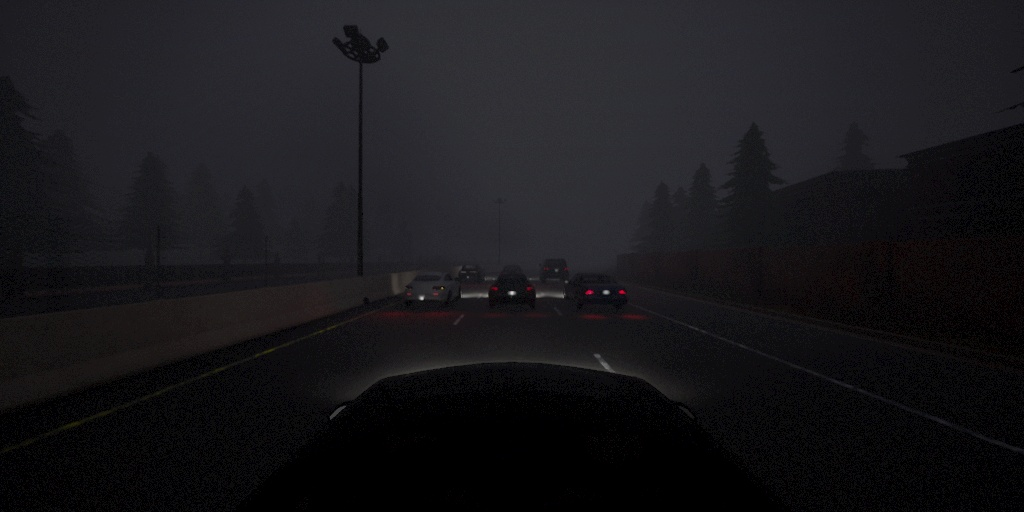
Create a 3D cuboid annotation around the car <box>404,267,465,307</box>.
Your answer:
[{"bbox_3d":[-3.490,1.411,16.221,1.812,1.442,4.674,0,0,0],"label":"car"}]

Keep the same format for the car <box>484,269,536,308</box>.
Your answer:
[{"bbox_3d":[0.009,1.449,16.108,1.994,1.385,4.181,0,0,0],"label":"car"}]

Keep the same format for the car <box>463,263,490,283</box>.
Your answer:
[{"bbox_3d":[-3.439,1.516,31.012,2.128,1.511,4.902,0,0,2],"label":"car"}]

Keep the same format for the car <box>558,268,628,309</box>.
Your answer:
[{"bbox_3d":[3.505,1.429,15.837,2.033,1.411,5.357,0,-1,0],"label":"car"}]

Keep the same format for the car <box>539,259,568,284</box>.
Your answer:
[{"bbox_3d":[3.541,1.236,30.565,2.150,2.045,5.566,0,0,2],"label":"car"}]

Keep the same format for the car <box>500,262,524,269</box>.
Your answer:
[{"bbox_3d":[0.071,1.502,31.114,1.882,1.535,5.008,0,0,2],"label":"car"}]
